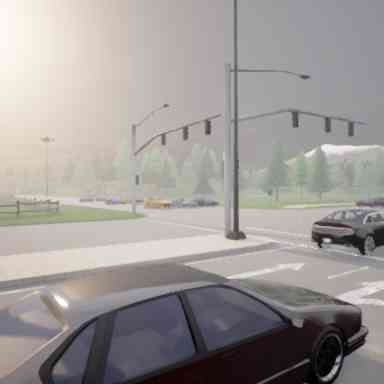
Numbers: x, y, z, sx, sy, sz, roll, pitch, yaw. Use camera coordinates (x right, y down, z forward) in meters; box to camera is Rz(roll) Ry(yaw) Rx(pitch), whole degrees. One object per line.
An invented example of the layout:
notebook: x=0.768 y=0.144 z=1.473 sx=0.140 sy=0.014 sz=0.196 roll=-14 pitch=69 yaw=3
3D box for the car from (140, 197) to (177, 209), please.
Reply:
car: x=-4.408 y=1.359 z=42.703 sx=1.882 sy=1.535 sz=5.008 roll=0 pitch=0 yaw=-35

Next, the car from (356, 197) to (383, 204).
car: x=23.715 y=1.298 z=43.604 sx=5.357 sy=1.411 sz=2.033 roll=0 pitch=0 yaw=-32

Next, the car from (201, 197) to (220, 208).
car: x=1.536 y=1.390 z=46.421 sx=2.033 sy=1.411 sz=5.357 roll=0 pitch=0 yaw=-35

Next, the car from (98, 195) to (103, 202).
car: x=-18.794 y=1.367 z=69.668 sx=1.812 sy=1.442 sz=4.674 roll=0 pitch=0 yaw=-35

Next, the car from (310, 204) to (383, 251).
car: x=6.584 y=1.421 z=12.754 sx=4.902 sy=1.511 sz=2.128 roll=0 pitch=0 yaw=-36

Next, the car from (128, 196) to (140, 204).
car: x=-10.130 y=1.338 z=57.097 sx=1.882 sy=1.535 sz=5.008 roll=0 pitch=0 yaw=-34

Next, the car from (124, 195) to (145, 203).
car: x=-11.250 y=1.388 z=64.939 sx=2.033 sy=1.411 sz=5.357 roll=0 pitch=0 yaw=-35

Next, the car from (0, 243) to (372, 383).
car: x=-0.295 y=1.538 z=3.552 sx=5.357 sy=1.411 sz=2.033 roll=0 pitch=0 yaw=-35

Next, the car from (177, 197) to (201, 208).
car: x=-1.236 y=1.463 z=44.274 sx=1.895 sy=1.301 sz=4.718 roll=0 pitch=0 yaw=-35

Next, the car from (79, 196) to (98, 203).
car: x=-21.223 y=1.428 z=67.032 sx=1.994 sy=1.385 sz=4.181 roll=0 pitch=0 yaw=-35

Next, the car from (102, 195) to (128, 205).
car: x=-12.655 y=1.406 z=54.585 sx=1.812 sy=1.442 sz=4.674 roll=0 pitch=0 yaw=-35
